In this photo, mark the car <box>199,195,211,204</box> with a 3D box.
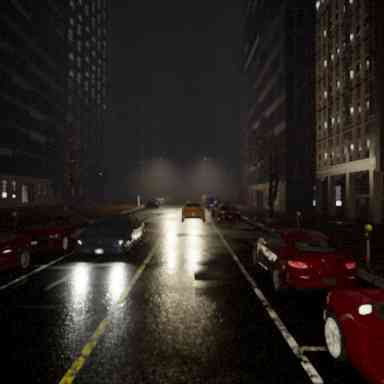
[{"bbox_3d":[2.717,1.502,70.675,2.192,1.841,5.009,1,0,0],"label":"car"}]

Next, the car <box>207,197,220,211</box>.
[{"bbox_3d":[2.706,1.527,31.185,1.967,1.590,4.097,0,0,0],"label":"car"}]

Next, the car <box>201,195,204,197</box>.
[{"bbox_3d":[2.712,1.461,53.751,2.192,1.841,5.009,1,0,0],"label":"car"}]

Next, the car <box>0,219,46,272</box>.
[{"bbox_3d":[-5.681,1.608,8.582,1.802,1.307,4.206,1,0,0],"label":"car"}]

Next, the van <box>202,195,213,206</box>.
[{"bbox_3d":[2.714,1.500,59.393,1.690,1.788,3.998,1,0,0],"label":"van"}]

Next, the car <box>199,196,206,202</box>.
[{"bbox_3d":[2.718,1.752,87.769,1.752,1.417,4.829,1,0,0],"label":"car"}]

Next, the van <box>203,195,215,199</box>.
[{"bbox_3d":[2.709,1.458,42.468,1.690,1.788,3.998,1,0,0],"label":"van"}]

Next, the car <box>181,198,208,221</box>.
[{"bbox_3d":[0.107,1.556,27.750,1.882,1.535,5.008,0,0,0],"label":"car"}]

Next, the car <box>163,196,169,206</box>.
[{"bbox_3d":[-5.669,1.710,59.368,2.008,1.369,4.403,1,0,0],"label":"car"}]

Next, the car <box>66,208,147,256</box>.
[{"bbox_3d":[-3.074,1.587,13.642,2.033,1.411,5.357,0,0,0],"label":"car"}]

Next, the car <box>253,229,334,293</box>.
[{"bbox_3d":[2.699,1.607,8.619,1.802,1.307,4.206,0,0,0],"label":"car"}]

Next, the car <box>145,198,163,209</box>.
[{"bbox_3d":[-5.670,1.572,48.083,1.967,1.590,4.097,1,0,0],"label":"car"}]

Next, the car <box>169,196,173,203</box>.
[{"bbox_3d":[-5.667,1.738,70.653,2.008,1.369,4.403,1,0,0],"label":"car"}]

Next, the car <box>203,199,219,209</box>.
[{"bbox_3d":[2.708,1.683,48.109,2.008,1.369,4.403,1,0,0],"label":"car"}]

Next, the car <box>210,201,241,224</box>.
[{"bbox_3d":[2.703,1.617,25.543,1.887,1.381,4.507,0,0,0],"label":"car"}]

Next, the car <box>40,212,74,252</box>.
[{"bbox_3d":[-5.679,1.586,14.225,1.887,1.381,4.507,1,0,0],"label":"car"}]

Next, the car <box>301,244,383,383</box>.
[{"bbox_3d":[2.699,1.554,2.977,1.887,1.381,4.507,0,0,0],"label":"car"}]
